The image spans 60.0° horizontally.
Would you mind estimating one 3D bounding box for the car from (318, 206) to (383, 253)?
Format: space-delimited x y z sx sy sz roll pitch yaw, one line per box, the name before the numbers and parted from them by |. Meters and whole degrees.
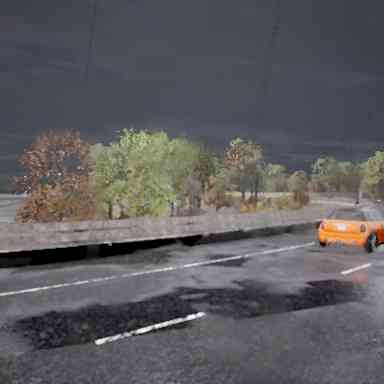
car | 7.511 1.492 14.751 4.553 1.767 2.097 1 -1 -43
